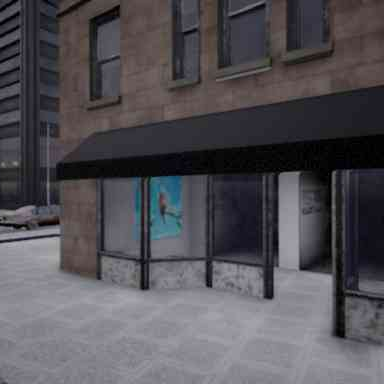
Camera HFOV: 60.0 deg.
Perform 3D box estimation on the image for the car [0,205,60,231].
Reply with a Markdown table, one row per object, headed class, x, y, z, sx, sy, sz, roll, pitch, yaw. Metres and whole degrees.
| class | x | y | z | sx | sy | sz | roll | pitch | yaw |
| --- | --- | --- | --- | --- | --- | --- | --- | --- | --- |
| car | -8.761 | 1.461 | 20.020 | 2.033 | 1.411 | 5.357 | 0 | 0 | 35 |
